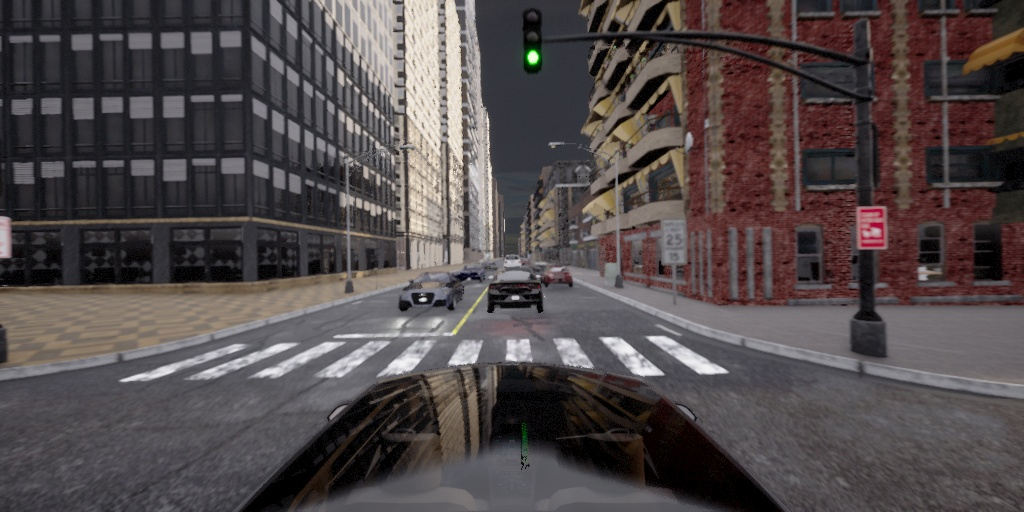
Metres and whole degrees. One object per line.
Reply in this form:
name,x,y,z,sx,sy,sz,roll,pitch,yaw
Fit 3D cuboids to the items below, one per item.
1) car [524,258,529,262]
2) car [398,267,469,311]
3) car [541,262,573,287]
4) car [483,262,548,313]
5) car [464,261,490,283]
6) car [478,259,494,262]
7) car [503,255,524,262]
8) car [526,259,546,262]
car,2.767,1.160,41.116,2.007,1.370,4.403,0,0,0
car,-3.090,1.320,14.431,1.994,1.385,4.181,-1,0,0
car,2.778,1.213,22.551,1.802,1.307,4.207,0,0,0
car,0.108,1.172,13.844,1.882,1.535,5.008,-1,0,0
car,-3.059,1.340,27.803,1.895,1.301,4.718,-1,0,0
car,-2.957,1.281,46.083,1.994,1.385,4.181,-1,0,1
car,0.063,0.881,44.352,2.150,2.045,5.566,-1,0,0
car,2.754,1.167,35.468,2.007,1.370,4.403,0,0,0
